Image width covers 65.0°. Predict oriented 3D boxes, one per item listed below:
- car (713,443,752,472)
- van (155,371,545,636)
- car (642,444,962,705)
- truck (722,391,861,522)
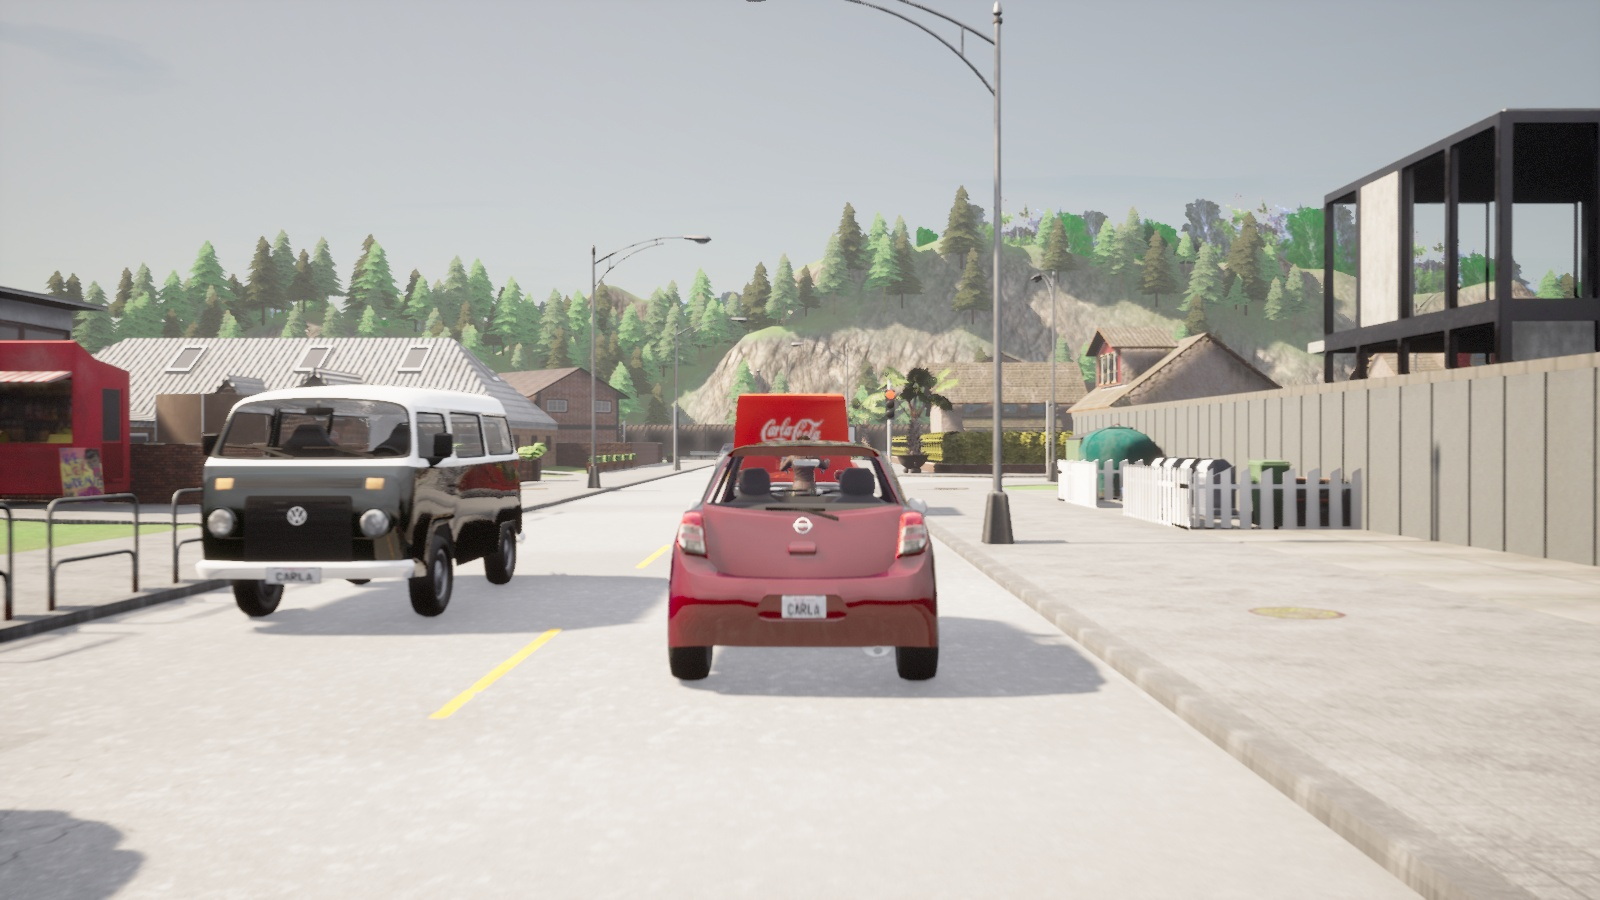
[{"bbox_3d":[-3.606,0.375,67.921,1.845,1.501,3.633,0,0,1],"label":"car"},{"bbox_3d":[-3.921,0.400,11.902,2.069,2.038,4.480,0,0,0],"label":"van"},{"bbox_3d":[0.044,0.709,9.059,1.845,1.501,3.633,0,0,1],"label":"car"},{"bbox_3d":[-0.057,0.112,26.239,2.627,2.467,5.204,0,0,2],"label":"truck"}]
